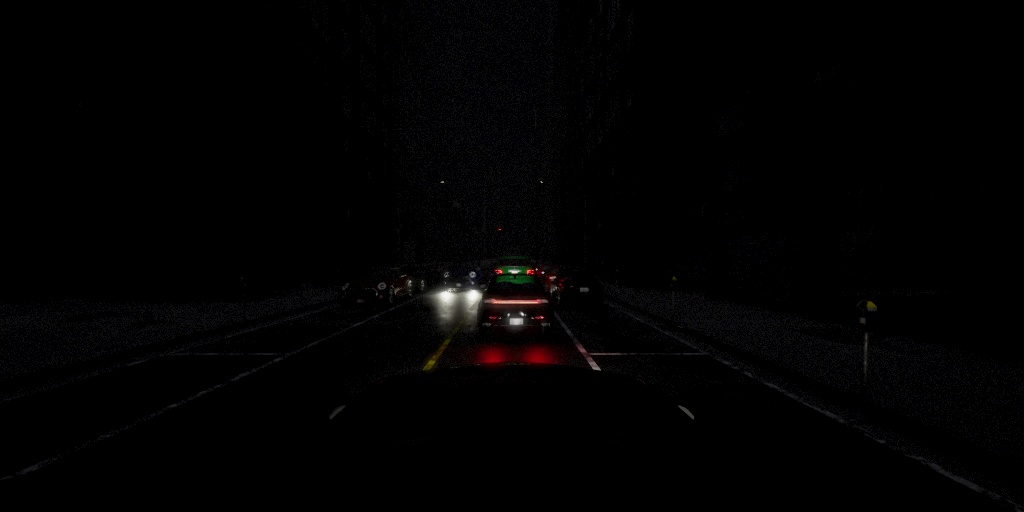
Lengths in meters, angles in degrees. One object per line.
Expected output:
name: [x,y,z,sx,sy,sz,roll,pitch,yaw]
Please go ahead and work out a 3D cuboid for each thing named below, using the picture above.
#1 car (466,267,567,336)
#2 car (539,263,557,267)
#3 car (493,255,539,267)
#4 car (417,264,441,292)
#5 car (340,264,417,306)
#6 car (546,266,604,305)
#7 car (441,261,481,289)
car: [0.093,1.240,10.387,2.128,1.511,4.902,0,0,0]
car: [2.746,1.293,21.161,1.888,1.381,4.507,0,0,0]
car: [0.086,0.970,20.307,2.150,2.045,5.566,0,0,-1]
car: [-5.780,1.314,21.155,1.948,1.339,4.313,0,0,0]
car: [-5.776,1.188,15.650,1.967,1.591,4.097,0,0,0]
car: [2.750,1.314,15.657,1.948,1.339,4.313,0,0,0]
car: [-3.079,1.099,23.036,2.097,1.767,4.553,0,0,0]
